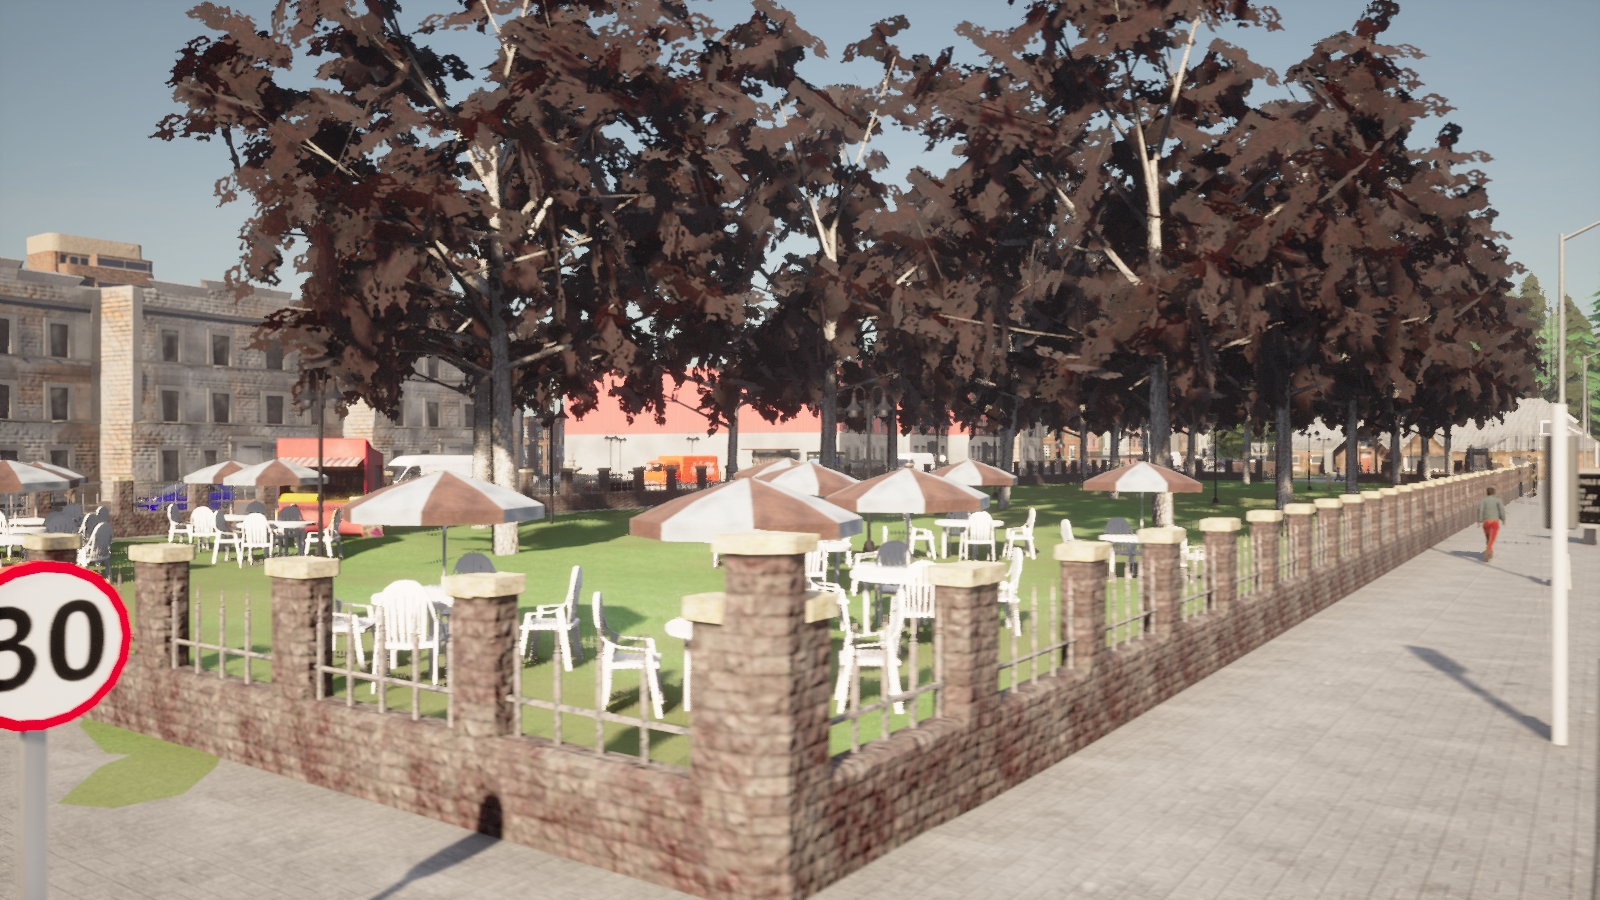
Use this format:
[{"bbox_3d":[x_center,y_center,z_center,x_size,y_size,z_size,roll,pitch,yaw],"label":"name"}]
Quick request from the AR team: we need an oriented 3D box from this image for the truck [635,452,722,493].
[{"bbox_3d":[-7.550,1.346,71.266,2.627,2.467,5.204,0,0,35],"label":"truck"}]

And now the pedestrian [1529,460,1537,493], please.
[{"bbox_3d":[41.745,1.524,65.057,0.375,1.860,0.375,0,0,35],"label":"pedestrian"}]

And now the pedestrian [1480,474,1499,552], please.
[{"bbox_3d":[16.703,1.525,27.679,0.375,1.860,0.375,0,0,37],"label":"pedestrian"}]

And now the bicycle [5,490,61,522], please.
[{"bbox_3d":[-28.097,2.036,41.883,0.859,1.080,1.487,0,0,35],"label":"bicycle"}]

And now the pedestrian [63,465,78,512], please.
[{"bbox_3d":[-28.943,1.523,45.341,0.375,1.860,0.375,0,0,31],"label":"pedestrian"}]

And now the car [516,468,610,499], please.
[{"bbox_3d":[-13.094,1.814,63.347,2.097,1.535,5.006,0,0,35],"label":"car"}]

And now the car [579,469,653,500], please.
[{"bbox_3d":[-9.799,1.806,61.048,1.789,1.549,3.705,0,0,35],"label":"car"}]
